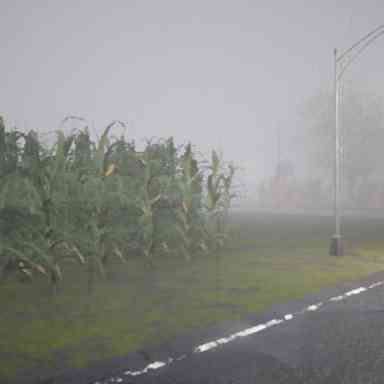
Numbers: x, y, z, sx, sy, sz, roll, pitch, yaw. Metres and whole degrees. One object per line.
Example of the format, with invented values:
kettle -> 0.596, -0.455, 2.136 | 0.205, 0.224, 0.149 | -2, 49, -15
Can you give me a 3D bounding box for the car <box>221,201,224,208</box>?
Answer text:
car -> 2.717, 1.536, 48.985 | 2.097, 1.767, 4.553 | 0, 0, -40
